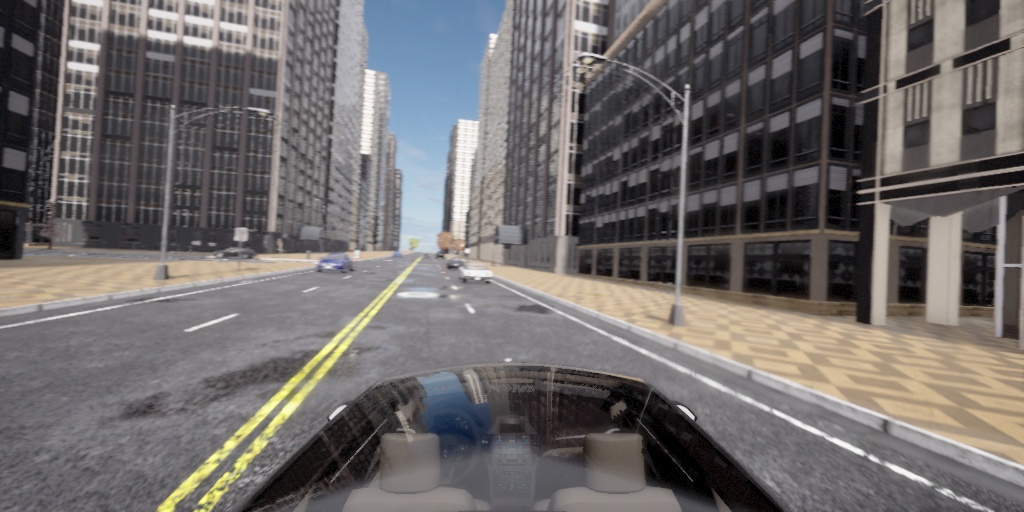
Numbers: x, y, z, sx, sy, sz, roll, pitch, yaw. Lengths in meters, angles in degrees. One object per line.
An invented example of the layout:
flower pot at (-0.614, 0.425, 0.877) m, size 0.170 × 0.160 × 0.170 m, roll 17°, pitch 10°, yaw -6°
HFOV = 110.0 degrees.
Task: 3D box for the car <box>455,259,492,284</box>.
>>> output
car at (-2.690, 1.158, 25.381) m, size 1.895 × 1.301 × 4.718 m, roll 3°, pitch 0°, yaw -13°

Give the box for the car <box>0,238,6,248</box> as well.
car at (-47.756, -1.227, 31.015) m, size 4.097 × 1.591 × 1.967 m, roll 0°, pitch 0°, yaw -14°

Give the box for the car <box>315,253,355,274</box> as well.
car at (-13.220, 0.490, 27.131) m, size 1.812 × 1.442 × 4.674 m, roll 3°, pitch 0°, yaw -13°

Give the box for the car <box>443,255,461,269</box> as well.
car at (-6.675, 0.867, 42.193) m, size 1.994 × 1.385 × 4.181 m, roll 3°, pitch 0°, yaw -13°

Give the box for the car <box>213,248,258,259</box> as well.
car at (-33.416, -0.365, 43.386) m, size 4.403 × 1.370 × 2.007 m, roll 0°, pitch 0°, yaw -14°
